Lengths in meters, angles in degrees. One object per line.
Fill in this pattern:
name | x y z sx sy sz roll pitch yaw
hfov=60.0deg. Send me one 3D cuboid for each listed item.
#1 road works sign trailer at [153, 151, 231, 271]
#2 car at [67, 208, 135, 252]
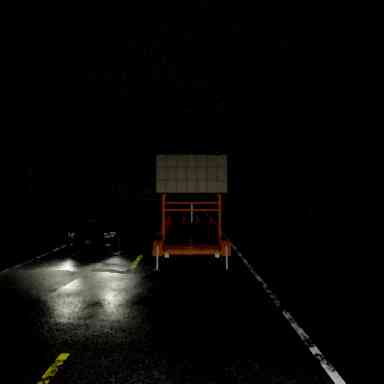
road works sign trailer | -0.009 0.463 10.937 2.380 3.560 2.880 0 0 -1
car | -3.649 1.476 14.124 1.882 1.535 5.008 0 0 0
